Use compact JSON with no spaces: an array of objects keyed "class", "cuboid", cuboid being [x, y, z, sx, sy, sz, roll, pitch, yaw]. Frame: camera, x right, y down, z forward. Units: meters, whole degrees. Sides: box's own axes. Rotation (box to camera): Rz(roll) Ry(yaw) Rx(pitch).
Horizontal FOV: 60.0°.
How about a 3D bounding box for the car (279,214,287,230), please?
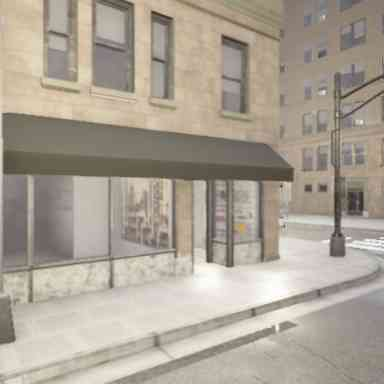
[{"class":"car","cuboid":[3.368,1.503,20.055,2.128,1.511,4.902,0,0,-37]}]
